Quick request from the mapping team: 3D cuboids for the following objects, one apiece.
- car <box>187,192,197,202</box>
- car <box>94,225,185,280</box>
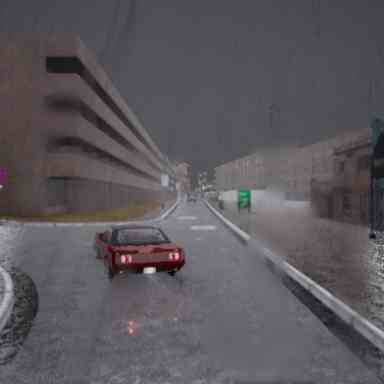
[{"bbox_3d":[0.008,1.314,65.923,2.033,1.411,5.357,0,1,0],"label":"car"},{"bbox_3d":[-1.865,1.651,10.232,1.895,1.301,4.718,1,-1,-22],"label":"car"}]
